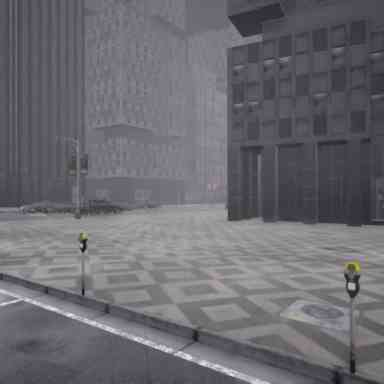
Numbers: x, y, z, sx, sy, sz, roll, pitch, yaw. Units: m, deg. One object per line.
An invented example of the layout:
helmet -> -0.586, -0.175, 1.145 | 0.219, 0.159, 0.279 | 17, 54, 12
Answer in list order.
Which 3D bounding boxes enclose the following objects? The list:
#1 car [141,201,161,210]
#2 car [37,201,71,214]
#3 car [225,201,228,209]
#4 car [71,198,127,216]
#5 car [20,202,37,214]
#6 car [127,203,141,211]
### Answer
car -> -7.769, 2.348, 59.644 | 1.882, 1.535, 5.008 | 0, -1, 36
car -> -16.659, 2.052, 41.763 | 1.994, 1.385, 4.181 | 0, -1, 35
car -> 8.242, 2.464, 64.991 | 2.097, 1.767, 4.553 | 0, -1, 35
car -> -10.660, 1.716, 38.621 | 2.150, 2.045, 5.566 | 0, -1, 36
car -> -19.644, 1.975, 43.158 | 2.128, 1.511, 4.902 | 0, -1, 36
car -> -10.696, 2.230, 50.060 | 2.033, 1.411, 5.357 | 0, -1, 36
